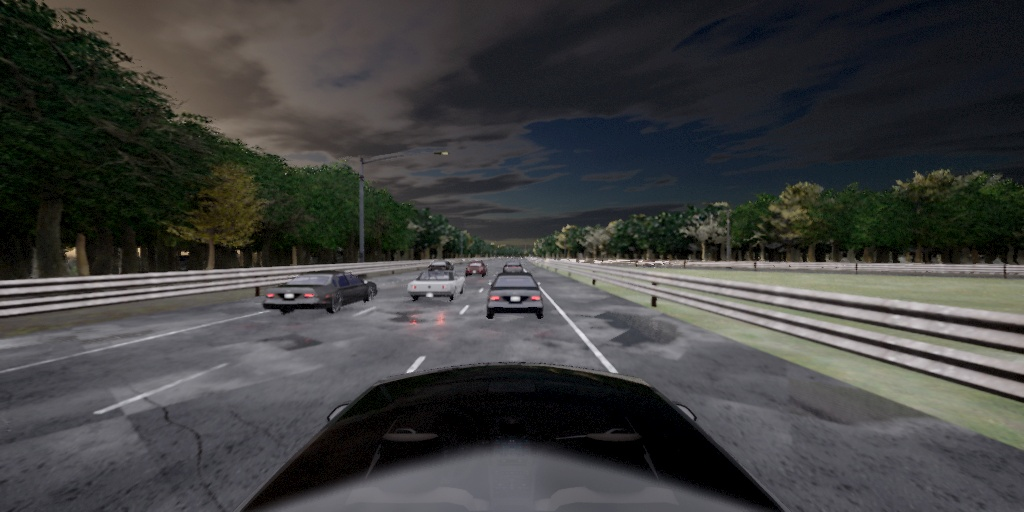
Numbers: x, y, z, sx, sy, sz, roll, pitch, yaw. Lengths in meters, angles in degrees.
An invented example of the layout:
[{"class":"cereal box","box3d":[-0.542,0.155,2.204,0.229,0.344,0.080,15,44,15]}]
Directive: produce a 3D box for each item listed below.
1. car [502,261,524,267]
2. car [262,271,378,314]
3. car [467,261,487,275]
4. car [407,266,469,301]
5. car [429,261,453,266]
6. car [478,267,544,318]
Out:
[{"class":"car","box3d":[0.089,1.200,33.636,2.128,1.511,4.902,0,0,0]},{"class":"car","box3d":[-6.902,1.276,13.615,2.033,1.411,5.357,0,0,0]},{"class":"car","box3d":[-3.411,1.233,34.790,1.812,1.442,4.674,0,0,0]},{"class":"car","box3d":[-3.406,1.325,17.085,1.895,1.301,4.718,0,0,0]},{"class":"car","box3d":[-6.914,1.185,35.274,1.882,1.535,5.008,0,0,0]},{"class":"car","box3d":[0.096,1.278,12.874,2.033,1.411,5.357,0,0,0]}]
